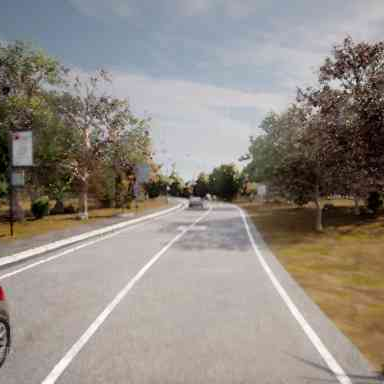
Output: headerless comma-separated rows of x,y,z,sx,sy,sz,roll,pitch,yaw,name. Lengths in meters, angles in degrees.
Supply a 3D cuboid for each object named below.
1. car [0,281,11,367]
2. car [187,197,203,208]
-3.462,1.341,2.443,2.097,1.767,4.553,0,0,2,car
0.561,1.372,44.244,1.812,1.442,4.674,0,0,4,car
